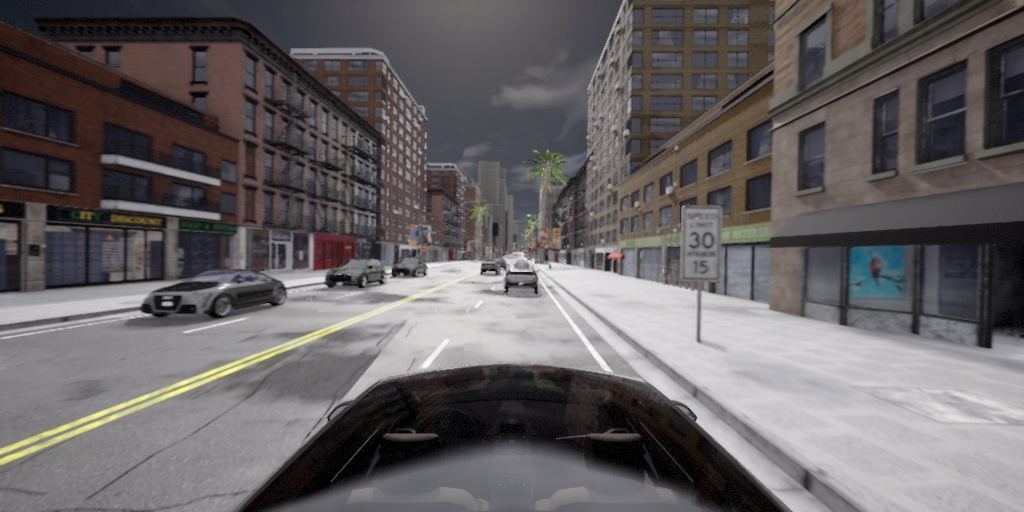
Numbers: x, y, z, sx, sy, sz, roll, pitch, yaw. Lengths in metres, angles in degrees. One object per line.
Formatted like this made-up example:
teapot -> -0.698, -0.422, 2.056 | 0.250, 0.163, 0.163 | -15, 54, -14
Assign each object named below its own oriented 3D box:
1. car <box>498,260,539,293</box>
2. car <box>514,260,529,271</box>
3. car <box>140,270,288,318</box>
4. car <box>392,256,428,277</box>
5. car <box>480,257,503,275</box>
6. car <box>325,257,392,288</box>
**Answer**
car -> 0.543, 1.228, 20.886 | 2.128, 1.511, 4.902 | 1, 0, 2
car -> 1.270, 1.240, 49.091 | 1.994, 1.385, 4.181 | 1, 0, 1
car -> -9.636, 1.158, 12.063 | 1.994, 1.385, 4.181 | 1, 0, 1
car -> -9.073, 0.919, 32.058 | 2.097, 1.767, 4.553 | 1, 0, 2
car -> -2.263, 1.159, 38.127 | 1.837, 1.490, 4.892 | 1, 0, 2
car -> -9.373, 0.936, 21.864 | 2.097, 1.767, 4.553 | 1, 0, 2
